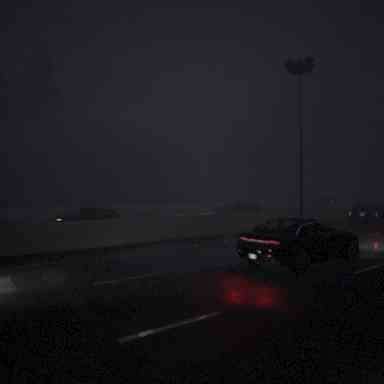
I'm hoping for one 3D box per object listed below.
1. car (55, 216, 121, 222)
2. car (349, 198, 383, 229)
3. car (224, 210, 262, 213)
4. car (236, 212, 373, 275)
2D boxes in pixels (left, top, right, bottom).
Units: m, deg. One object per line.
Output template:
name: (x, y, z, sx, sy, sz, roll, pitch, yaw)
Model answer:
car: (-7.689, 1.822, 24.531, 4.892, 1.490, 1.837, 0, -1, -38)
car: (12.529, 1.499, 22.884, 4.553, 1.767, 2.097, 0, -1, -43)
car: (4.265, 1.760, 29.958, 5.008, 1.535, 1.882, 0, -1, -42)
car: (3.588, 1.581, 10.807, 4.902, 1.511, 2.128, 0, -1, -38)
